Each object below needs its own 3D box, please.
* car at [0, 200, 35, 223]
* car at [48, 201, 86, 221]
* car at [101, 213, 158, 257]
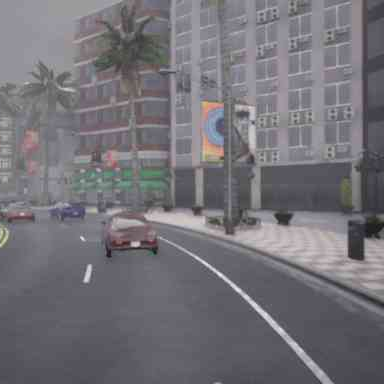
[{"bbox_3d":[-14.005,1.618,26.570,1.994,1.385,4.181,0,0,-39],"label":"car"},{"bbox_3d":[-10.551,1.522,27.897,1.882,1.535,5.008,0,0,-37],"label":"car"},{"bbox_3d":[-2.546,1.539,13.096,1.812,1.442,4.674,0,0,-18],"label":"car"}]
